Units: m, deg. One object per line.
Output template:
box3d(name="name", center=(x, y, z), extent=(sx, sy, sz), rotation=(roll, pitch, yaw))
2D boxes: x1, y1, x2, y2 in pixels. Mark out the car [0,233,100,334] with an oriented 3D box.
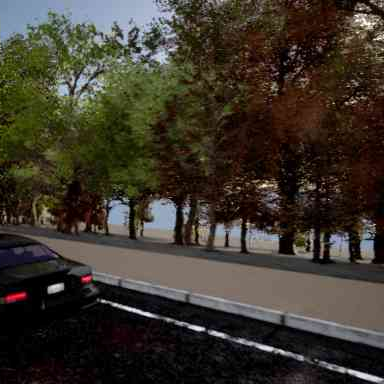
box3d(name="car", center=(-4.177, 1.564, 6.664), extent=(5.357, 1.411, 2.033), rotation=(0, 0, 35))
